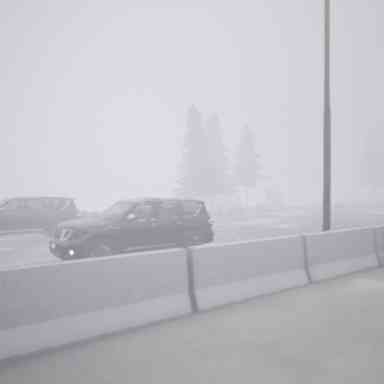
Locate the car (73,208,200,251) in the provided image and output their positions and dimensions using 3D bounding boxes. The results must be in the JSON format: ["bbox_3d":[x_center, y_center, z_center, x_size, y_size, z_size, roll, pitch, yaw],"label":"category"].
[{"bbox_3d":[-2.405,1.560,15.169,5.357,1.411,2.033,0,0,-35],"label":"car"}]

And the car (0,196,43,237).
[{"bbox_3d":[-8.012,1.228,15.473,5.566,2.045,2.150,0,0,-35],"label":"car"}]

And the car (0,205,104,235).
[{"bbox_3d":[-8.154,1.557,19.669,5.357,1.411,2.033,0,0,-35],"label":"car"}]

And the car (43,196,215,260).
[{"bbox_3d":[-1.780,1.233,11.318,5.566,2.045,2.150,0,0,-35],"label":"car"}]
